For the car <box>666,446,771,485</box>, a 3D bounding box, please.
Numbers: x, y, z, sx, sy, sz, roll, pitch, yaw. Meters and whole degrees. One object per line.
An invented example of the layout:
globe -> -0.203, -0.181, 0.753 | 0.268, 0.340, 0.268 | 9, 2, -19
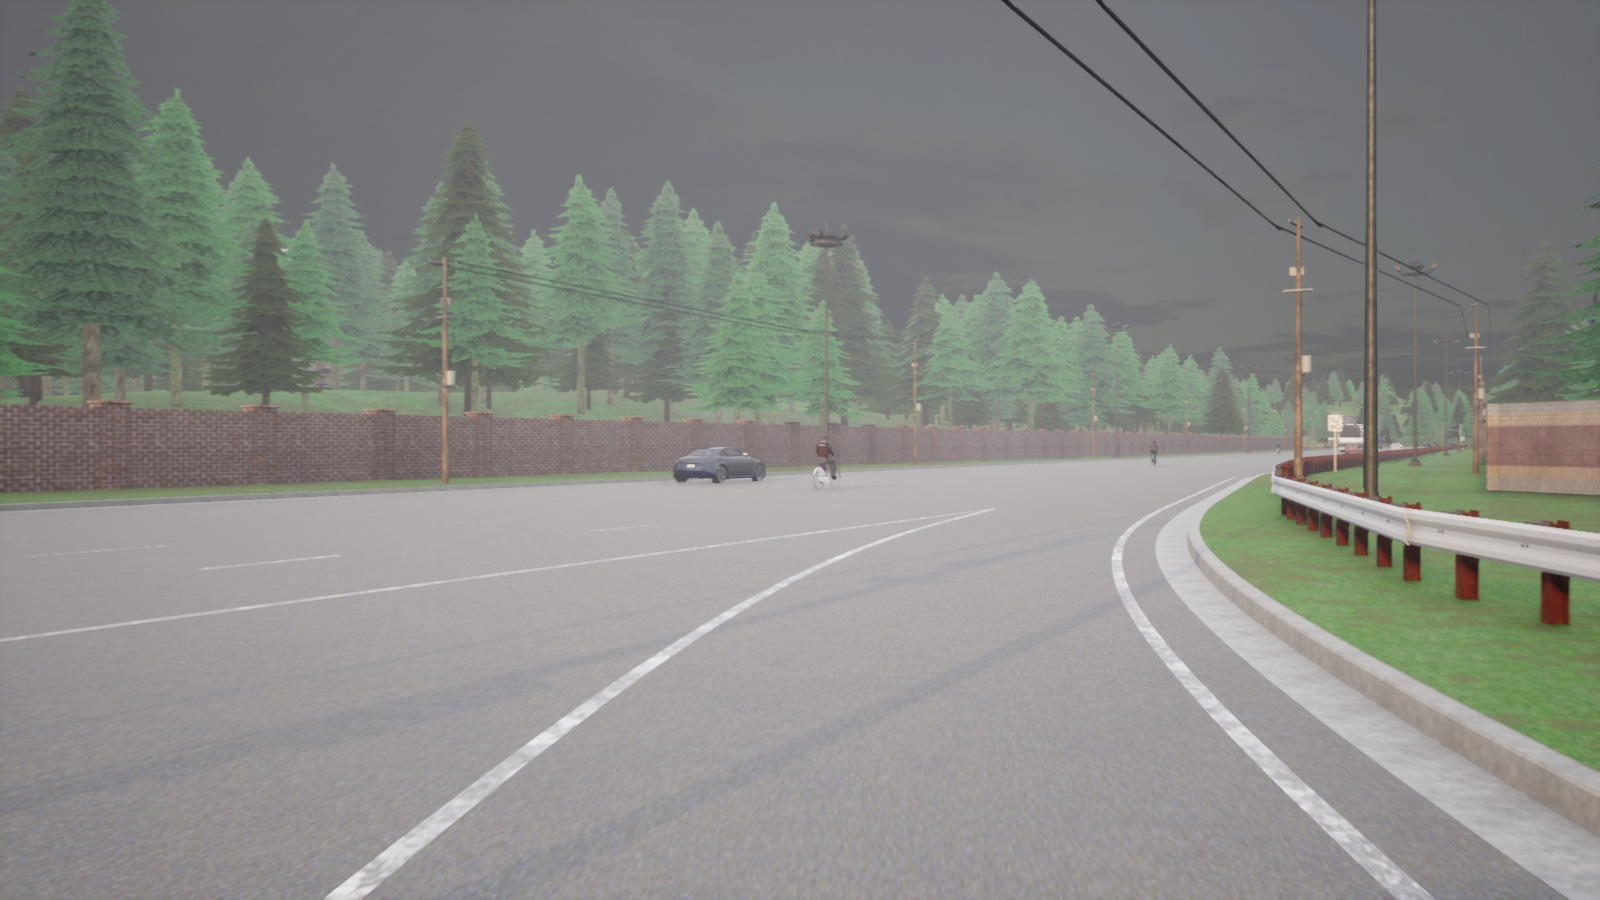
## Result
car -> -3.027, 0.538, 47.494 | 1.994, 1.385, 4.181 | 0, 0, 29

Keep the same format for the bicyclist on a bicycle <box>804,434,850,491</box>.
bicyclist on a bicycle -> 0.872, 0.392, 40.070 | 0.659, 1.776, 1.843 | 0, 1, 29
